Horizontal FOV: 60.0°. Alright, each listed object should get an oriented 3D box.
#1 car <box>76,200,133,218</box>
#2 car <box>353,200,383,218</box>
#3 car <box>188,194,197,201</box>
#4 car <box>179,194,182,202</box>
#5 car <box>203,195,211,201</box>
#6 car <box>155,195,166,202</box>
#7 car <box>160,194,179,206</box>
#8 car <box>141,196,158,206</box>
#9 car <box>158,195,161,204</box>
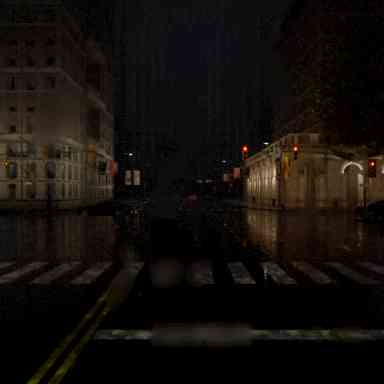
[{"bbox_3d":[-7.723,1.505,29.487,4.892,1.490,1.837,0,0,0],"label":"car"},{"bbox_3d":[16.870,1.478,29.364,5.008,1.535,1.882,0,0,0],"label":"car"},{"bbox_3d":[0.133,1.279,78.610,2.097,1.767,4.553,0,0,1],"label":"car"},{"bbox_3d":[-3.534,1.547,64.503,2.033,1.411,5.357,0,0,2],"label":"car"},{"bbox_3d":[3.633,1.464,78.607,2.033,1.411,5.357,0,0,1],"label":"car"},{"bbox_3d":[-6.913,1.500,73.914,1.837,1.490,4.892,0,0,1],"label":"car"},{"bbox_3d":[-3.584,1.505,54.260,1.837,1.490,4.892,0,0,1],"label":"car"},{"bbox_3d":[-7.085,1.505,54.279,1.837,1.490,4.892,0,0,0],"label":"car"},{"bbox_3d":[-7.049,1.564,63.785,1.994,1.385,4.181,0,0,2],"label":"car"}]
